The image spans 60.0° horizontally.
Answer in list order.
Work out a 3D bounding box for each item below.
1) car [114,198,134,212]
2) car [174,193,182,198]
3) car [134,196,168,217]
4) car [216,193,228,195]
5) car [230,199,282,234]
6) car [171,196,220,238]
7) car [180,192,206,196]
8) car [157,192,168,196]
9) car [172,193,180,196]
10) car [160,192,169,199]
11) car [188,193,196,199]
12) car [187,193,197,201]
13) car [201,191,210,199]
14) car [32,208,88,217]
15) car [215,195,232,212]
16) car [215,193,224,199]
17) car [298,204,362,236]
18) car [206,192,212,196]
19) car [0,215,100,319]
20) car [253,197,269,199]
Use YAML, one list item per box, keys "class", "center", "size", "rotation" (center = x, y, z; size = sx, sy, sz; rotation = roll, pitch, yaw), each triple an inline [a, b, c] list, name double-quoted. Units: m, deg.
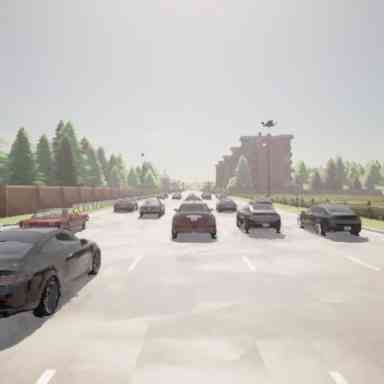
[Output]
- class: "car"
  center: [-6.909, 1.360, 35.175]
  size: [1.994, 1.385, 4.181]
  rotation: [0, 0, 0]
- class: "car"
  center: [-3.527, 0.899, 84.218]
  size: [1.994, 1.385, 4.181]
  rotation: [0, 0, 0]
- class: "car"
  center: [-3.407, 1.379, 29.069]
  size: [2.033, 1.411, 5.357]
  rotation: [0, 0, 0]
- class: "car"
  center: [6.981, 0.918, 74.598]
  size: [2.097, 1.767, 4.553]
  rotation: [0, 0, 0]
- class: "car"
  center: [3.596, 1.384, 18.571]
  size: [2.128, 1.511, 4.902]
  rotation: [0, 0, 0]
- class: "car"
  center: [0.096, 1.252, 17.294]
  size: [2.097, 1.767, 4.553]
  rotation: [0, 0, 0]
- class: "car"
  center: [0.092, 1.154, 34.206]
  size: [2.097, 1.767, 4.553]
  rotation: [0, 0, 0]
- class: "car"
  center: [-7.019, 1.104, 74.209]
  size: [2.033, 1.411, 5.357]
  rotation: [0, 0, 0]
- class: "car"
  center: [-3.519, 1.116, 74.176]
  size: [1.994, 1.385, 4.181]
  rotation: [0, 0, 0]
- class: "car"
  center: [-7.029, 0.839, 84.622]
  size: [1.882, 1.535, 5.008]
  rotation: [0, 0, 0]
- class: "car"
  center: [-0.029, 0.886, 84.645]
  size: [1.812, 1.442, 4.674]
  rotation: [0, 0, 0]
- class: "car"
  center: [-0.019, 1.086, 74.594]
  size: [2.128, 1.511, 4.902]
  rotation: [0, 0, 0]
- class: "car"
  center: [3.471, 0.717, 84.625]
  size: [2.097, 1.767, 4.553]
  rotation: [0, 0, 0]
- class: "car"
  center: [-6.905, 1.500, 17.269]
  size: [1.895, 1.301, 4.718]
  rotation: [0, 0, 0]
- class: "car"
  center: [3.591, 1.361, 35.061]
  size: [1.994, 1.385, 4.181]
  rotation: [0, 0, 0]
- class: "car"
  center: [6.973, 0.942, 84.282]
  size: [1.895, 1.301, 4.718]
  rotation: [0, 0, 0]
- class: "car"
  center: [7.096, 1.403, 17.595]
  size: [1.837, 1.490, 4.892]
  rotation: [0, 0, 0]
- class: "car"
  center: [3.481, 1.061, 74.595]
  size: [1.837, 1.490, 4.892]
  rotation: [0, 0, 0]
- class: "car"
  center: [-3.403, 1.483, 7.211]
  size: [1.812, 1.442, 4.674]
  rotation: [0, 0, 0]
- class: "car"
  center: [7.092, 1.306, 34.527]
  size: [1.837, 1.490, 4.892]
  rotation: [0, 0, 0]
